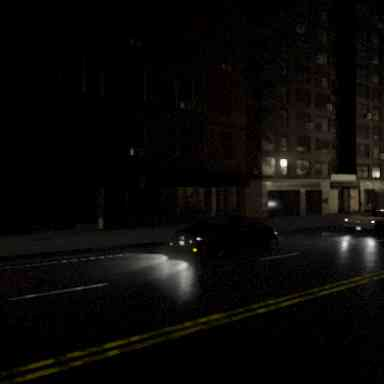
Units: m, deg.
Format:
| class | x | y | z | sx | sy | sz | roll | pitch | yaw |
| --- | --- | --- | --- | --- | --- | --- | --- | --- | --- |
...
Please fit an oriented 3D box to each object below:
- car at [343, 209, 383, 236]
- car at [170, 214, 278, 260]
| class | x | y | z | sx | sy | sz | roll | pitch | yaw |
| --- | --- | --- | --- | --- | --- | --- | --- | --- | --- |
| car | 10.694 | 1.630 | 18.987 | 4.718 | 1.301 | 1.895 | 0 | 0 | -35 |
| car | 1.288 | 1.557 | 12.479 | 4.181 | 1.385 | 1.994 | 0 | 0 | -35 |
